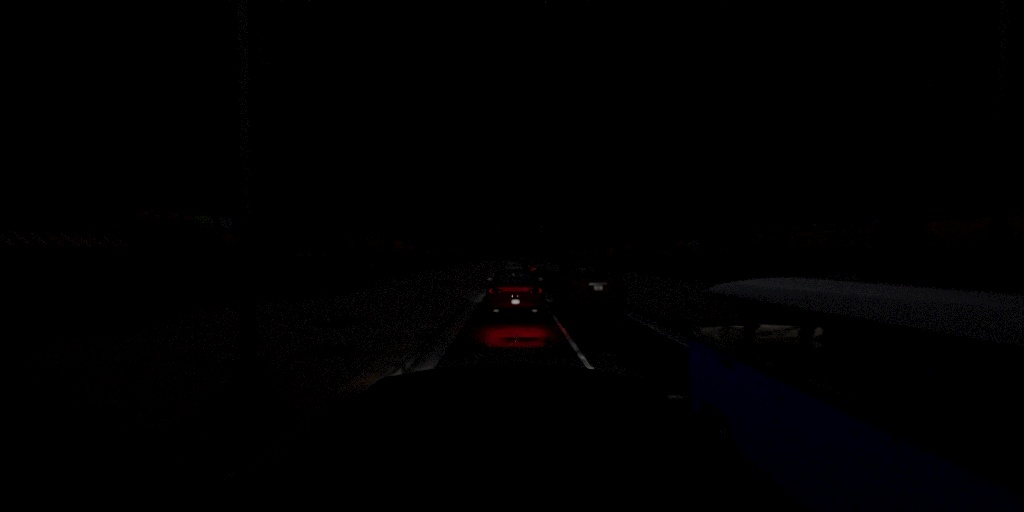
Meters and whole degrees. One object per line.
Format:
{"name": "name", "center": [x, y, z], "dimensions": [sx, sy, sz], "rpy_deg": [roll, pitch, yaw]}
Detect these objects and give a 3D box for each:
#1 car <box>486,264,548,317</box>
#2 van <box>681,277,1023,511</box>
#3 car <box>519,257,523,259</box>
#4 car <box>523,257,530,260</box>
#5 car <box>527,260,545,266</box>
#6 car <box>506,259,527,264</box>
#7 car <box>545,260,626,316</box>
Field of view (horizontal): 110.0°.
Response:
{"name": "car", "center": [0.114, 1.217, 13.214], "dimensions": [1.882, 1.535, 5.008], "rpy_deg": [0, 0, 0]}
{"name": "van", "center": [2.636, 1.091, 2.177], "dimensions": [1.690, 1.789, 3.998], "rpy_deg": [0, 0, 0]}
{"name": "car", "center": [2.651, 1.266, 63.034], "dimensions": [1.948, 1.339, 4.313], "rpy_deg": [0, 0, 0]}
{"name": "car", "center": [2.647, 1.236, 46.607], "dimensions": [1.751, 1.417, 4.829], "rpy_deg": [0, 0, 0]}
{"name": "car", "center": [2.645, 1.302, 35.372], "dimensions": [1.802, 1.307, 4.207], "rpy_deg": [0, 0, 0]}
{"name": "car", "center": [0.108, 1.250, 30.745], "dimensions": [1.812, 1.442, 4.674], "rpy_deg": [0, 0, 0]}
{"name": "car", "center": [2.639, 1.054, 13.242], "dimensions": [2.192, 1.841, 5.009], "rpy_deg": [0, 0, 0]}
